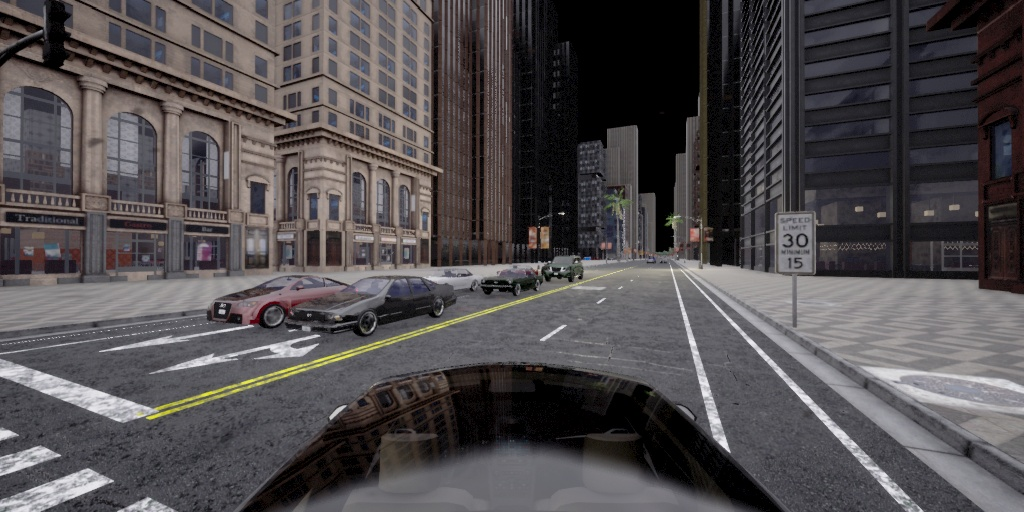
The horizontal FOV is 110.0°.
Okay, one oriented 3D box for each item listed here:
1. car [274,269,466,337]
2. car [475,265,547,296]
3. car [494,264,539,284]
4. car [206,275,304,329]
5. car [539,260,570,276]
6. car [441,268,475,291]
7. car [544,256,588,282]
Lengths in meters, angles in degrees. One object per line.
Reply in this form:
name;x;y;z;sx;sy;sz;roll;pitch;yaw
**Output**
car;-3.721;1.299;10.770;2.033;1.411;5.357;0;0;24
car;0.105;1.358;19.562;1.895;1.301;4.718;0;0;24
car;0.495;1.364;28.602;1.895;1.301;4.718;0;0;24
car;-6.972;1.316;11.433;1.994;1.385;4.181;0;0;24
car;4.601;1.251;37.946;1.882;1.535;5.008;0;0;24
car;-3.481;1.357;19.468;1.895;1.301;4.718;0;0;24
car;4.376;0.987;29.369;2.150;2.045;5.566;0;0;23
